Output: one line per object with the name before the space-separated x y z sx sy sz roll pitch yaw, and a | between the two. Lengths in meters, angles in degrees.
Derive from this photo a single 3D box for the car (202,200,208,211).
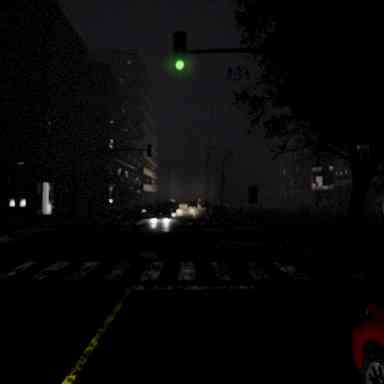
car | 2.698 2.074 45.070 1.752 1.417 4.829 0 -1 0

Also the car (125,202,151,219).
car | -5.683 1.958 33.837 2.008 1.369 4.403 0 -1 0

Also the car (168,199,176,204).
car | -5.675 2.752 94.690 2.008 1.369 4.403 0 -1 0

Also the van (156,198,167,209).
van | -5.679 2.101 61.501 1.690 1.788 3.998 0 -1 0

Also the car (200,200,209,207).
car | 2.703 2.431 72.731 1.752 1.417 4.829 0 -1 0

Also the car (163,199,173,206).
car | -5.677 2.417 78.096 1.967 1.590 4.097 0 -1 0

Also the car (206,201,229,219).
car | 2.697 1.952 33.835 1.887 1.381 4.507 0 -1 0

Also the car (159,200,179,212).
car | -3.085 2.109 44.809 1.994 1.385 4.181 0 -1 1

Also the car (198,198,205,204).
car | 2.706 2.641 94.690 1.967 1.590 4.097 0 -1 0

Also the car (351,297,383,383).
car | 2.693 1.334 1.452 2.192 1.841 5.009 0 -1 0

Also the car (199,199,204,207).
car | 2.701 2.342 61.495 1.802 1.307 4.206 0 -1 0

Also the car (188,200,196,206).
car | 0.014 2.530 74.912 1.895 1.301 4.718 0 -1 0

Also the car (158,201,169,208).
car | -5.678 2.414 67.029 1.802 1.307 4.206 0 -1 0

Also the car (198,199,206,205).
car | 2.705 2.676 89.158 2.008 1.369 4.403 0 -1 0

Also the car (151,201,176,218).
car | -3.095 1.984 34.863 1.994 1.385 4.181 0 -1 0

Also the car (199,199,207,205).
car | 2.704 2.596 83.626 1.887 1.381 4.507 0 -1 0

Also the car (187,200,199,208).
car | 0.114 2.370 65.012 1.994 1.385 4.181 0 -1 0
